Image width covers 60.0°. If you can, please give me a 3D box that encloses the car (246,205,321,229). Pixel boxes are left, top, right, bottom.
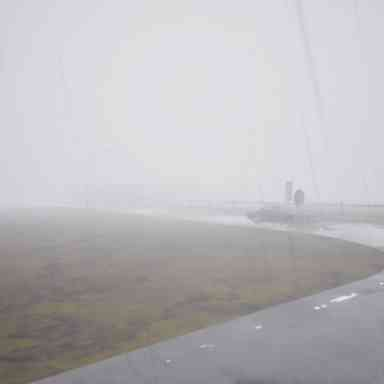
[{"bbox_3d":[5.804,1.528,21.459,1.895,1.301,4.718,-1,1,-36],"label":"car"}]
